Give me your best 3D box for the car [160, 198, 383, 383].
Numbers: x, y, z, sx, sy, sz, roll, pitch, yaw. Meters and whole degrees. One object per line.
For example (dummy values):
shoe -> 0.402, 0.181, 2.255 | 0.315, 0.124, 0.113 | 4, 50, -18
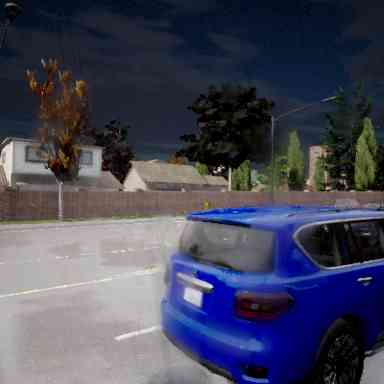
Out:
car -> 2.189, 1.224, 5.181 | 5.566, 2.045, 2.150 | 0, 0, -35

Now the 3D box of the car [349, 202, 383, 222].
car -> 15.084, 1.576, 27.521 | 4.181, 1.385, 1.994 | 0, 0, -35

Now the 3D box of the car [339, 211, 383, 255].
car -> 8.202, 1.570, 13.767 | 4.181, 1.385, 1.994 | 0, 0, -35
